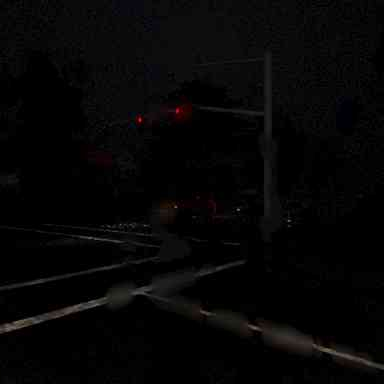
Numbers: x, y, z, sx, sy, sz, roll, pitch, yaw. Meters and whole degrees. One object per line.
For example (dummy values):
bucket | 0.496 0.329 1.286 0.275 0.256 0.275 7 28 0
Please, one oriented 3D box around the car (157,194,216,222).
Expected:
car | -0.342 1.221 27.004 2.150 2.045 5.566 0 0 41

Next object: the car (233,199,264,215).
car | 6.165 1.491 34.491 2.128 1.511 4.902 0 0 41

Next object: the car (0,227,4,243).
car | -9.748 1.491 12.263 4.902 1.511 2.128 0 0 -36

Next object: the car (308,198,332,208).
car | 18.891 1.601 49.123 1.895 1.301 4.718 0 0 41

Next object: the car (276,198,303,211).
car | 12.262 1.526 41.513 1.812 1.442 4.674 0 0 41
